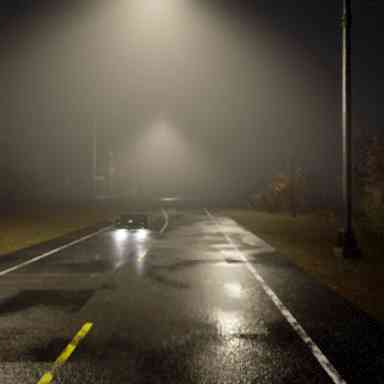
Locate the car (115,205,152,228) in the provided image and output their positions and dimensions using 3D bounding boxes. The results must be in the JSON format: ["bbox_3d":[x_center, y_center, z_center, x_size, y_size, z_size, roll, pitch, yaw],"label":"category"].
[{"bbox_3d":[-3.755,1.571,22.010,1.994,1.385,4.181,0,0,-2],"label":"car"}]
